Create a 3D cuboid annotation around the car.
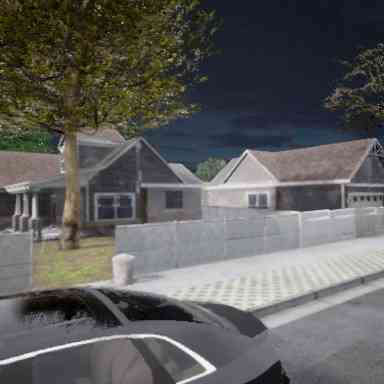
[{"bbox_3d":[-1.479,1.568,2.131,4.892,1.490,1.837,0,-1,-33],"label":"car"}]
